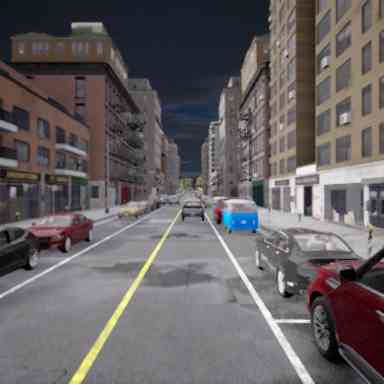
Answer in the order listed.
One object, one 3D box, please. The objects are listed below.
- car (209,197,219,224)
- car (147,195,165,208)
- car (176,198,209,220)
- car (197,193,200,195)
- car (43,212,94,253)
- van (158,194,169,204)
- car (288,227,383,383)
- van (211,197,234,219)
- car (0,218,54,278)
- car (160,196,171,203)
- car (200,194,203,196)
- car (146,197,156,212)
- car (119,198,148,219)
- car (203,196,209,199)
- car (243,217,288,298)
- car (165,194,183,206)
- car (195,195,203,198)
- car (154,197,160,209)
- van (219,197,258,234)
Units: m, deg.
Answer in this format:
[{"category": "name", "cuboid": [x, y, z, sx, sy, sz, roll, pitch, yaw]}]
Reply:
[{"category": "car", "cuboid": [2.686, 1.327, 24.559, 2.192, 1.841, 5.009, 0, 0, 0]}, {"category": "car", "cuboid": [-5.393, 1.336, 46.183, 2.192, 1.841, 5.009, 0, 0, 0]}, {"category": "car", "cuboid": [0.081, 1.505, 27.749, 2.128, 1.511, 4.902, 0, 0, 0]}, {"category": "car", "cuboid": [2.644, 1.584, 73.214, 2.008, 1.369, 4.403, 0, 0, 0]}, {"category": "car", "cuboid": [-5.403, 1.552, 13.745, 1.887, 1.381, 4.507, 0, 0, 0]}, {"category": "van", "cuboid": [-5.387, 1.369, 62.402, 1.690, 1.788, 3.998, 0, 0, 0]}, {"category": "car", "cuboid": [2.704, 1.317, 2.934, 2.192, 1.841, 5.009, 0, 0, 0]}, {"category": "van", "cuboid": [2.681, 1.355, 29.965, 1.690, 1.788, 3.998, 0, 0, 0]}, {"category": "car", "cuboid": [-5.405, 1.570, 8.339, 1.947, 1.339, 4.313, 0, 0, 0]}, {"category": "car", "cuboid": [-5.385, 1.582, 67.808, 2.008, 1.369, 4.403, 0, 0, 0]}, {"category": "car", "cuboid": [2.663, 1.463, 51.589, 1.967, 1.590, 4.097, 0, 0, 0]}, {"category": "car", "cuboid": [-5.396, 1.567, 35.370, 2.008, 1.369, 4.403, 0, 0, 0]}, {"category": "car", "cuboid": [-5.398, 1.539, 29.795, 1.752, 1.417, 4.829, 0, 0, 0]}, {"category": "car", "cuboid": [2.667, 1.546, 46.354, 1.752, 1.417, 4.829, 0, 0, 0]}, {"category": "car", "cuboid": [2.700, 1.555, 8.340, 2.008, 1.369, 4.403, 0, 0, 0]}, {"category": "car", "cuboid": [-2.817, 1.529, 53.460, 1.837, 1.490, 4.892, 0, 0, 0]}, {"category": "car", "cuboid": [0.086, 1.498, 44.557, 1.882, 1.535, 5.008, 0, 0, 0]}, {"category": "car", "cuboid": [-5.394, 1.585, 40.777, 1.947, 1.339, 4.313, 0, 0, 0]}, {"category": "van", "cuboid": [2.690, 1.350, 19.152, 1.690, 1.788, 3.998, 0, 0, 0]}]
